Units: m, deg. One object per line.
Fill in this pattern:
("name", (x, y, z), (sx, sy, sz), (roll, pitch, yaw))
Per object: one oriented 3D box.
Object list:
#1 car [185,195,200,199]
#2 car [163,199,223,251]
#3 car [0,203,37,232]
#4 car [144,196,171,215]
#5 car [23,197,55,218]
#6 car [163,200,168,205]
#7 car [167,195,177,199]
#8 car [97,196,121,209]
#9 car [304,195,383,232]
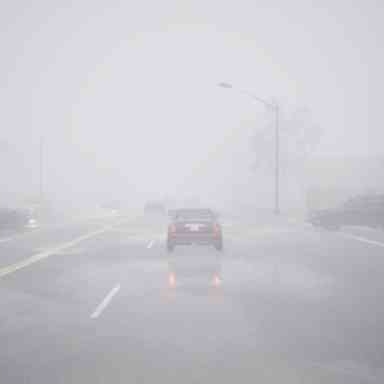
("car", (0.089, 1.300, 49.718), (2.097, 1.767, 4.553), (0, 0, 0))
("car", (0.100, 1.337, 14.188), (2.097, 1.767, 4.553), (0, 0, 0))
("car", (-10.601, 1.529, 17.530), (2.033, 1.411, 5.357), (0, 0, 0))
("car", (-3.531, 1.441, 33.207), (1.882, 1.535, 5.008), (0, 0, 1))
("car", (-14.100, 1.321, 29.718), (2.097, 1.767, 4.553), (0, 0, 0))
("car", (-0.024, 1.573, 25.602), (1.895, 1.301, 4.718), (0, 0, -35))
("car", (-3.403, 1.297, 51.880), (2.097, 1.767, 4.553), (0, 0, 0))
("car", (-10.581, 1.459, 43.662), (1.837, 1.490, 4.892), (0, 0, 0))
("car", (9.505, 1.202, 19.385), (5.566, 2.045, 2.150), (0, 0, 0))
